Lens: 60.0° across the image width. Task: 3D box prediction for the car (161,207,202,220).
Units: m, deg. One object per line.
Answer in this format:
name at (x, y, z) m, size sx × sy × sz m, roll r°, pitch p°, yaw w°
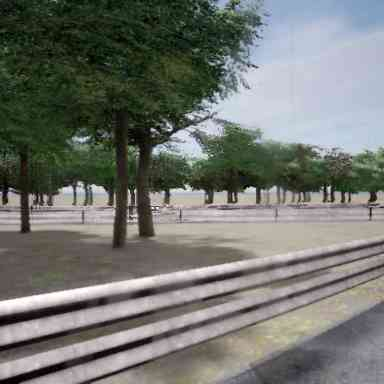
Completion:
car at (-1.330, 2.528, 40.542) m, size 5.008 × 1.535 × 1.882 m, roll -1°, pitch 0°, yaw -2°
